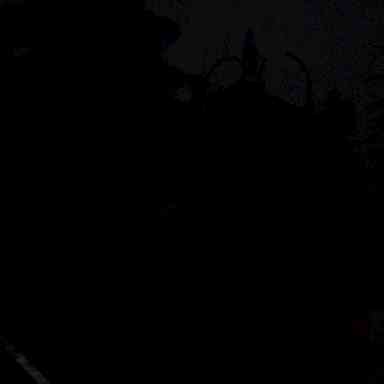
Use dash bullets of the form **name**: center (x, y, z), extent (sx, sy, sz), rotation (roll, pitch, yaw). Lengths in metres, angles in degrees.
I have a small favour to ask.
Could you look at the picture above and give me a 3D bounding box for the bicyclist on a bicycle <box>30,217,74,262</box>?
- **bicyclist on a bicycle**: center (-5.163, 1.765, 12.394), extent (1.656, 1.620, 0.582), rotation (4, -4, -43)
